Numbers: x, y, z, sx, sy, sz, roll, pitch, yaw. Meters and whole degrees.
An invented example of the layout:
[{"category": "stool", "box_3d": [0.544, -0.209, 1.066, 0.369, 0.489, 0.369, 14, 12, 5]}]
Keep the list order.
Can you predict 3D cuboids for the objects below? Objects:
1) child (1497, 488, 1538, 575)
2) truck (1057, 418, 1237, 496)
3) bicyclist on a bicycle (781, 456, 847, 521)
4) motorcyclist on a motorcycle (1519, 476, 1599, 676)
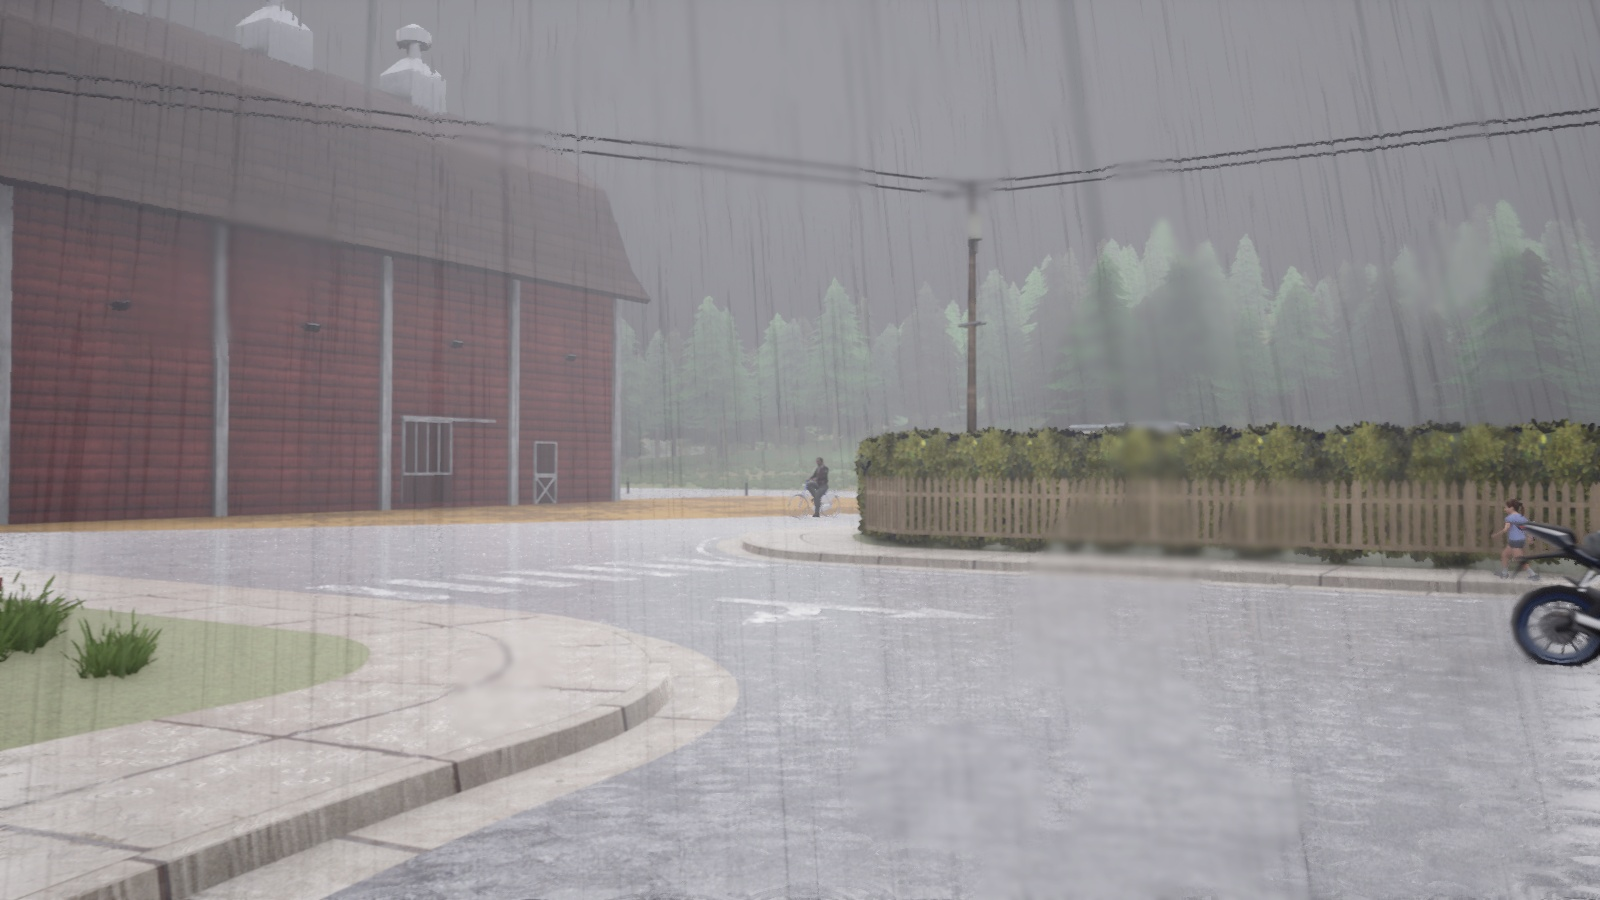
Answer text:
[{"category": "child", "box_3d": [9.360, 1.059, 16.374, 0.255, 1.110, 0.394, 1, -1, -43]}, {"category": "truck", "box_3d": [17.809, 0.406, 64.704, 8.468, 3.827, 2.891, -1, -1, 32]}, {"category": "bicyclist on a bicycle", "box_3d": [0.403, 1.074, 35.542, 1.843, 1.776, 0.659, 0, -1, -37]}, {"category": "motorcyclist on a motorcycle", "box_3d": [6.864, 0.968, 9.748, 2.191, 1.530, 0.866, -1, -1, 31]}]
